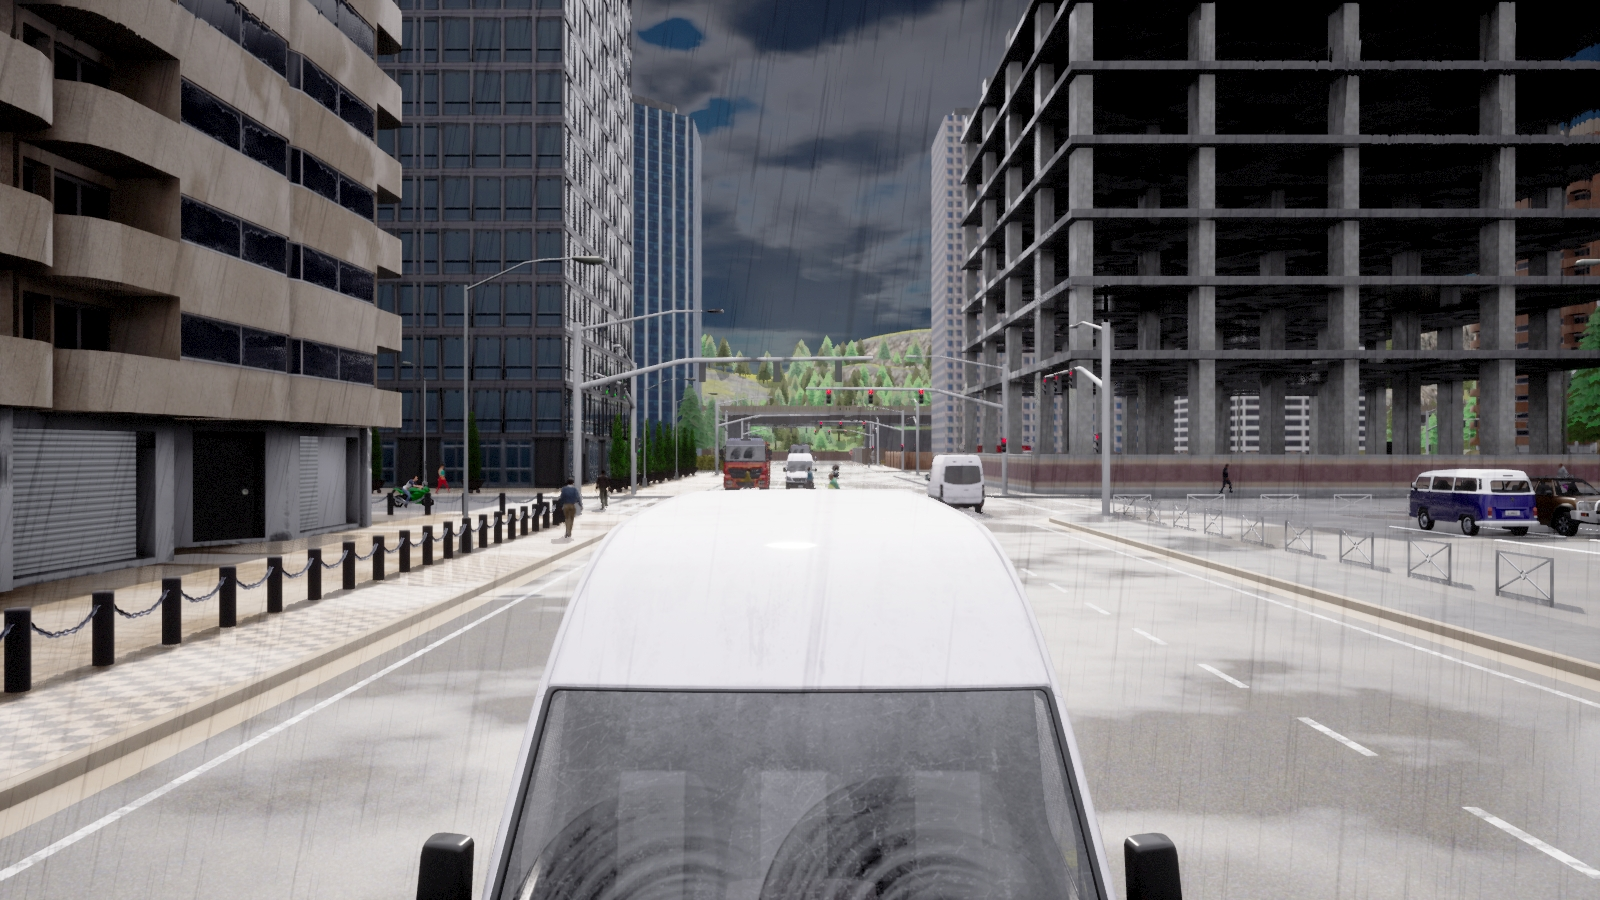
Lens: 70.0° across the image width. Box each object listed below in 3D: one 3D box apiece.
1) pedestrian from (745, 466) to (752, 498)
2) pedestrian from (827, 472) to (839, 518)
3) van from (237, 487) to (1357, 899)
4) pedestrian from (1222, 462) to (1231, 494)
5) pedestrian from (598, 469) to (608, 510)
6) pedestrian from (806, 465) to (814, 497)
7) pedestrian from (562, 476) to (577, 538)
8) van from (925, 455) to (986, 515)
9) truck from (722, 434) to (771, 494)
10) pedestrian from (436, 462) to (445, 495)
[{"bbox_3d":[-3.024,1.848,66.778,0.375,1.860,0.375,0,0,-6],"label":"pedestrian"},{"bbox_3d":[1.350,1.835,46.384,0.375,1.860,0.375,0,0,-18],"label":"pedestrian"},{"bbox_3d":[-0.002,1.534,4.985,1.988,2.561,5.915,0,0,0],"label":"van"},{"bbox_3d":[24.826,1.641,66.541,0.375,1.860,0.375,0,0,-1],"label":"pedestrian"},{"bbox_3d":[-8.985,1.805,52.201,0.375,1.860,0.375,0,0,3],"label":"pedestrian"},{"bbox_3d":[0.609,1.849,67.658,0.375,1.860,0.375,0,0,-19],"label":"pedestrian"},{"bbox_3d":[-6.894,1.697,34.154,0.375,1.860,0.375,0,0,-3],"label":"pedestrian"},{"bbox_3d":[6.999,1.503,52.061,1.988,2.561,5.915,0,0,0],"label":"van"},{"bbox_3d":[-3.496,0.891,77.013,2.891,3.827,8.468,0,0,0],"label":"truck"},{"bbox_3d":[-20.814,1.641,66.128,0.375,1.860,0.375,0,0,11],"label":"pedestrian"}]
